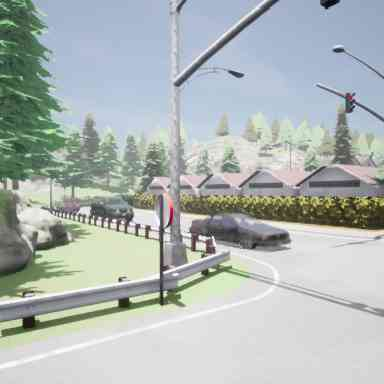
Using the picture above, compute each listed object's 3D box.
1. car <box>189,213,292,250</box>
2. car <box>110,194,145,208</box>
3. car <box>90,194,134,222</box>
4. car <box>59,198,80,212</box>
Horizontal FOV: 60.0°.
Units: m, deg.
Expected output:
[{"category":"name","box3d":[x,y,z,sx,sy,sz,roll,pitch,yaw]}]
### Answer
[{"category":"car","box3d":[2.031,1.739,15.782,2.033,1.411,5.357,0,0,-37]},{"category":"car","box3d":[-10.432,1.398,54.088,2.150,2.045,5.566,0,0,37]},{"category":"car","box3d":[-6.940,1.404,28.432,2.150,2.045,5.566,0,1,-35]},{"category":"car","box3d":[-15.096,1.540,40.688,2.097,1.767,4.553,0,0,-24]}]
